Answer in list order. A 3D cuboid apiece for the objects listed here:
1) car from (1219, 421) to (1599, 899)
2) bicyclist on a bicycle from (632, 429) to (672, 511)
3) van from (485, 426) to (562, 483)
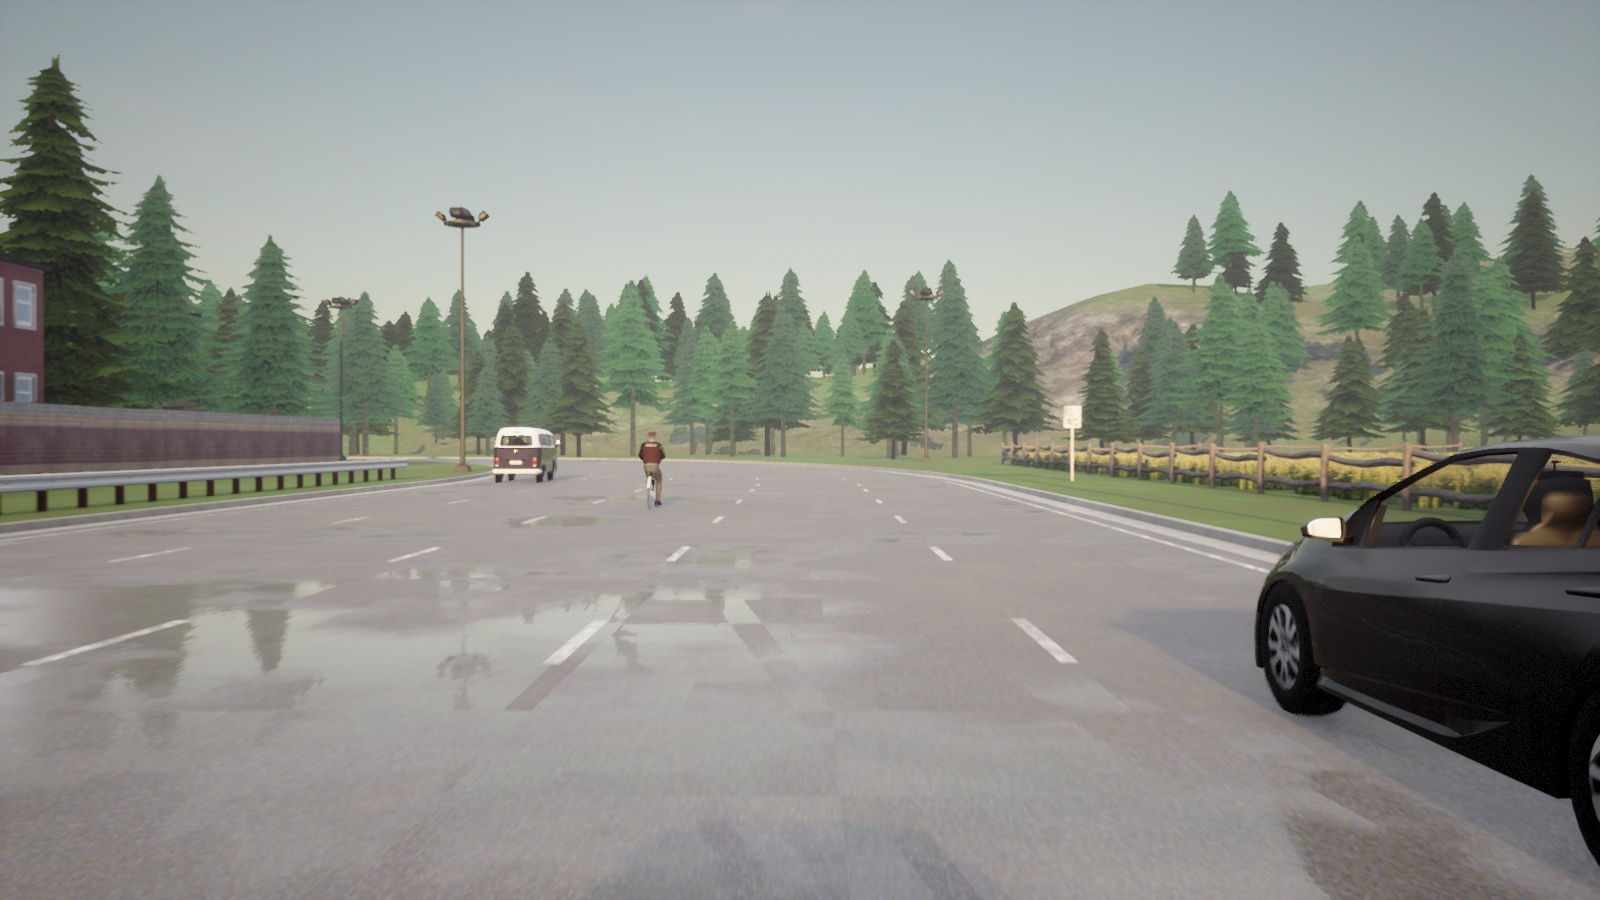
[{"bbox_3d":[3.551,0.660,5.412,2.007,1.525,4.514,0,0,0],"label":"car"},{"bbox_3d":[-3.296,0.430,28.114,0.659,1.776,1.843,0,1,0],"label":"bicyclist on a bicycle"},{"bbox_3d":[-10.328,0.151,47.263,2.069,2.038,4.480,0,0,-2],"label":"van"}]
